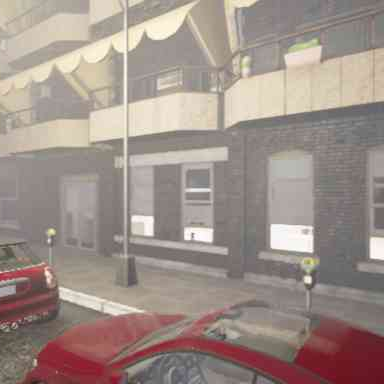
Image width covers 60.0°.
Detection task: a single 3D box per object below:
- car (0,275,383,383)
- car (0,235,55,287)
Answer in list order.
[{"bbox_3d":[0.366,1.583,2.616,4.206,1.307,1.802,0,0,36],"label":"car"},{"bbox_3d":[-4.233,1.445,5.896,4.097,1.590,1.967,0,0,36],"label":"car"}]
